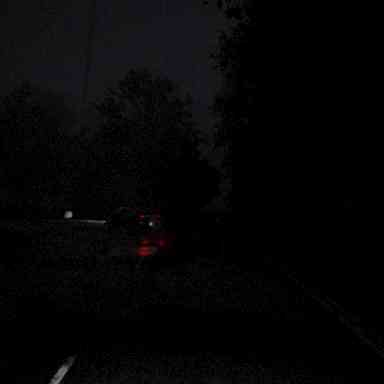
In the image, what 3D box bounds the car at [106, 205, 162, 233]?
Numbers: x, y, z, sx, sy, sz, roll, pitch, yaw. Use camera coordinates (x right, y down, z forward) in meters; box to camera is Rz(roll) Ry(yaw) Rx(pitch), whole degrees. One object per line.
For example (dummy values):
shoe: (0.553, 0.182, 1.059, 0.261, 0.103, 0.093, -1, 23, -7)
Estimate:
car: (-3.622, 1.566, 20.107, 2.128, 1.511, 4.902, 1, -1, -35)
